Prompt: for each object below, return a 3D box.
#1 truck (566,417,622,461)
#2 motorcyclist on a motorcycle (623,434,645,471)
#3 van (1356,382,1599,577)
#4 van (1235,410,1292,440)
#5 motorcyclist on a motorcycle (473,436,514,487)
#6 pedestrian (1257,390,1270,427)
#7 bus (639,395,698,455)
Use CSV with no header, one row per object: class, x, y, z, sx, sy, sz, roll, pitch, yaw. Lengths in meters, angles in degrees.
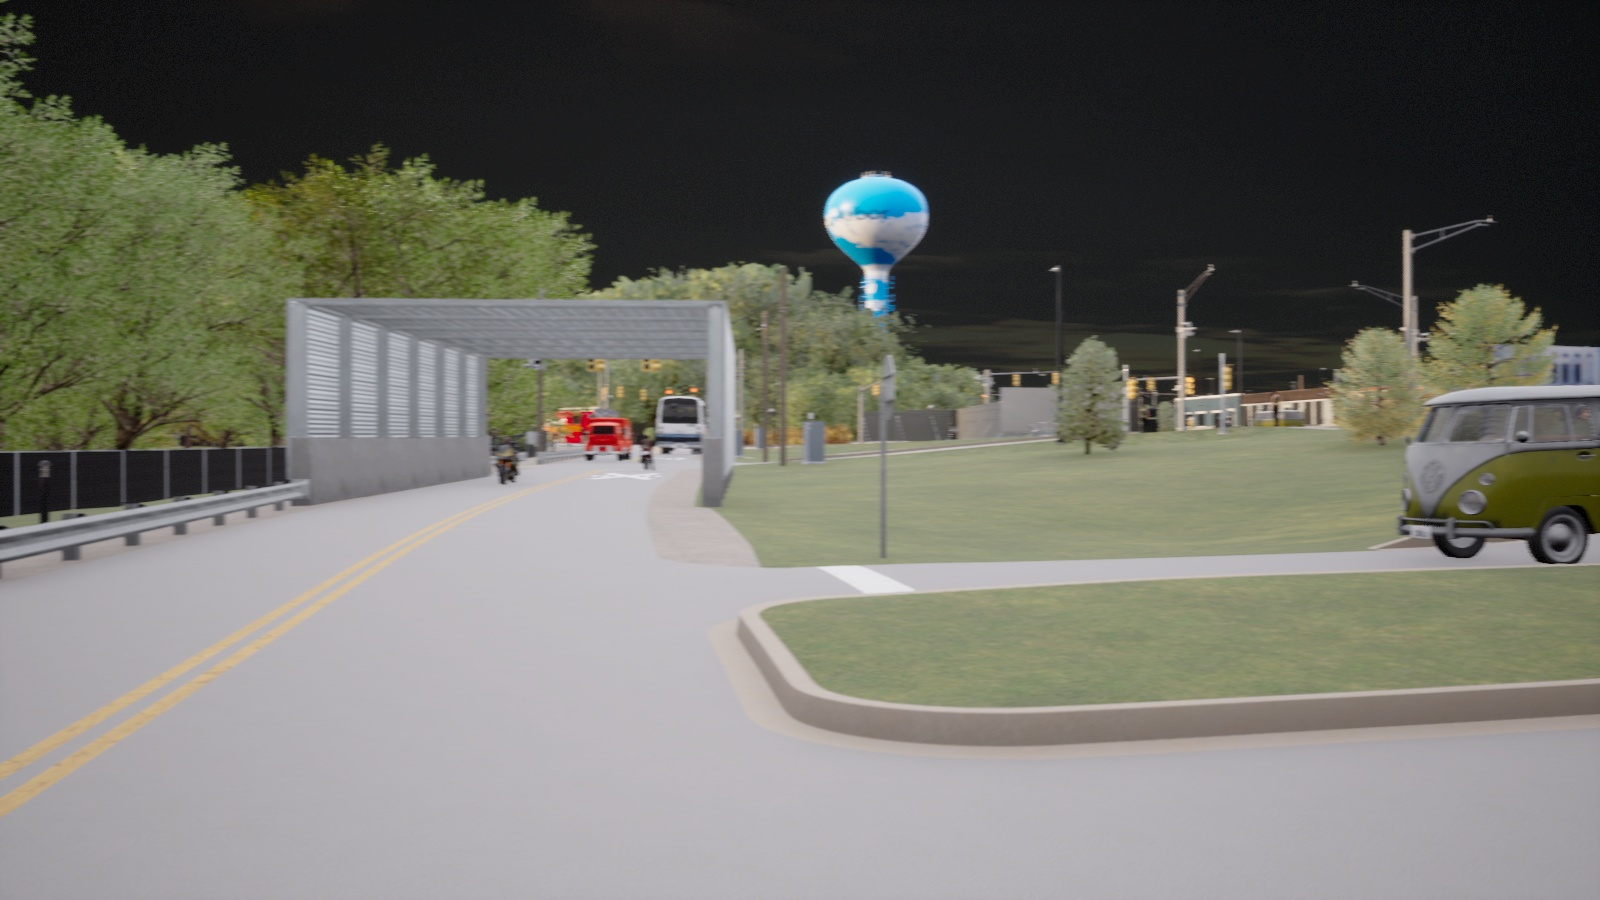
truck,-11.857,-0.661,72.639,2.627,2.467,5.204,0,1,-3
motorcyclist on a motorcycle,-7.081,0.088,53.611,0.797,1.523,2.044,0,1,-5
van,8.906,0.262,14.322,4.442,1.987,1.775,-2,0,-12
van,32.910,-1.738,89.276,1.775,1.987,4.442,0,0,-10
motorcyclist on a motorcycle,-9.425,0.324,38.697,0.866,1.530,2.191,0,1,-3
pedestrian,23.233,-2.058,62.987,0.345,1.836,0.594,0,-1,-10
bus,-9.836,-1.855,95.361,3.944,4.253,10.273,1,1,-4
